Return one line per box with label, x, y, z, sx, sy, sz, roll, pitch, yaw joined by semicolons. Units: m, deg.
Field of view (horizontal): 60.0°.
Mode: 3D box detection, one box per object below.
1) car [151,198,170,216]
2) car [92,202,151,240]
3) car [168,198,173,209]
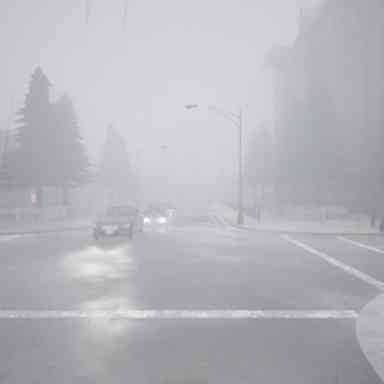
car;-3.609;1.611;33.262;1.895;1.301;4.718;0;0;0
car;-3.607;1.482;16.947;2.128;1.511;4.902;0;0;0
car;-3.579;1.540;45.751;1.812;1.442;4.674;0;0;0
